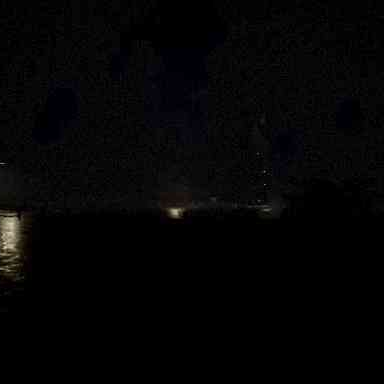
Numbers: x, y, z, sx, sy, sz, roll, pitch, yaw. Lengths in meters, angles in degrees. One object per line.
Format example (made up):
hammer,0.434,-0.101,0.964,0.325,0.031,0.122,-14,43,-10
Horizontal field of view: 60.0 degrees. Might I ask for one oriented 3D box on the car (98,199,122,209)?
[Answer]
car,-17.212,2.477,70.140,2.150,2.045,5.566,-1,-2,35
